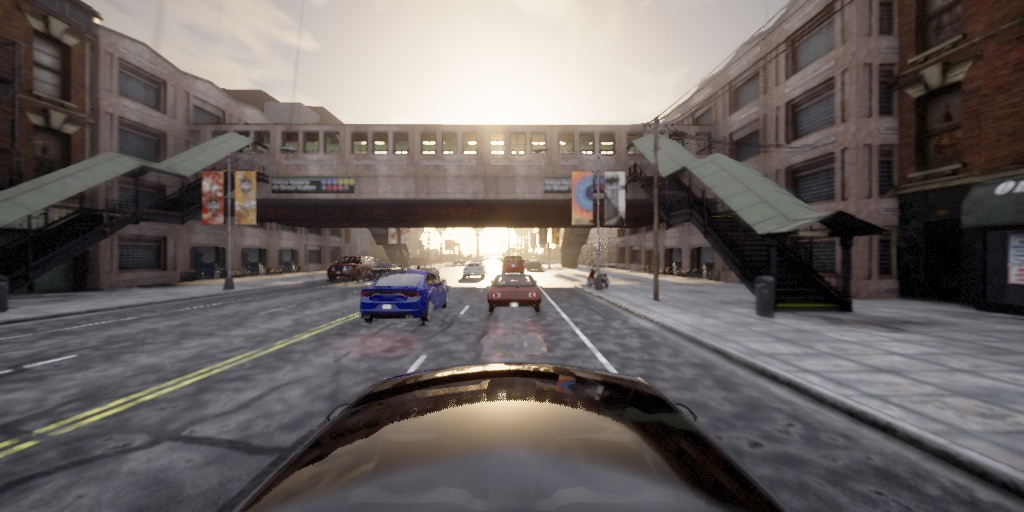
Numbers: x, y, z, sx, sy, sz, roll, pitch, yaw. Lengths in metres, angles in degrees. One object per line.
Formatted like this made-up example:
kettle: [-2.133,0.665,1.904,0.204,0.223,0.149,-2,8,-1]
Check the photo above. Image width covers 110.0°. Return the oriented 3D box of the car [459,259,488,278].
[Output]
car: [-3.395,1.277,33.214,1.812,1.442,4.674,0,0,0]

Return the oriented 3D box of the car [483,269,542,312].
car: [0.084,1.351,14.301,1.895,1.301,4.718,0,0,0]

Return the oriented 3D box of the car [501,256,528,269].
car: [0.128,0.973,35.190,2.150,2.045,5.566,0,0,0]

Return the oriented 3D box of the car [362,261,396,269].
car: [-10.590,1.315,30.247,1.994,1.385,4.181,0,0,0]

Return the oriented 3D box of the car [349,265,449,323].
car: [-3.403,1.228,12.217,1.882,1.535,5.008,0,0,0]
